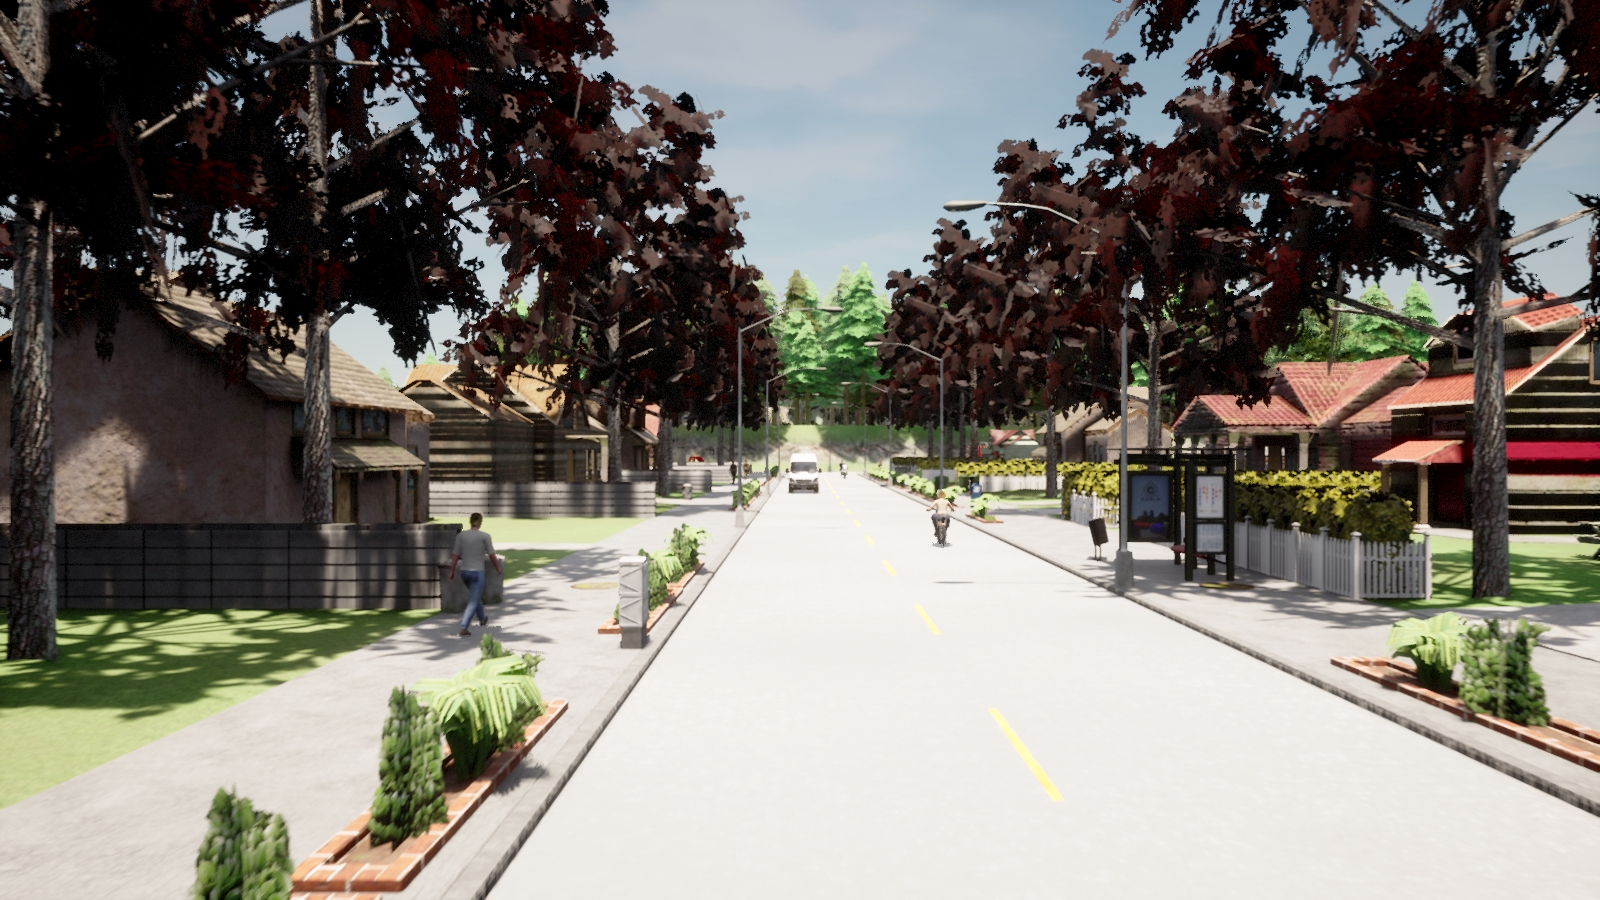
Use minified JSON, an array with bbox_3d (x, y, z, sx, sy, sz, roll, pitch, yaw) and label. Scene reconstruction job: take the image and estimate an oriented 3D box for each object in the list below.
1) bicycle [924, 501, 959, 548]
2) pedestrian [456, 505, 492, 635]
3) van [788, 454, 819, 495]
[{"bbox_3d":[4.126,2.156,33.388,0.859,1.276,1.487,0,0,0],"label":"bicycle"},{"bbox_3d":[-4.777,1.742,16.747,0.375,1.860,0.375,0,0,9],"label":"pedestrian"},{"bbox_3d":[0.243,1.531,74.860,1.988,2.561,5.915,0,0,0],"label":"van"}]
